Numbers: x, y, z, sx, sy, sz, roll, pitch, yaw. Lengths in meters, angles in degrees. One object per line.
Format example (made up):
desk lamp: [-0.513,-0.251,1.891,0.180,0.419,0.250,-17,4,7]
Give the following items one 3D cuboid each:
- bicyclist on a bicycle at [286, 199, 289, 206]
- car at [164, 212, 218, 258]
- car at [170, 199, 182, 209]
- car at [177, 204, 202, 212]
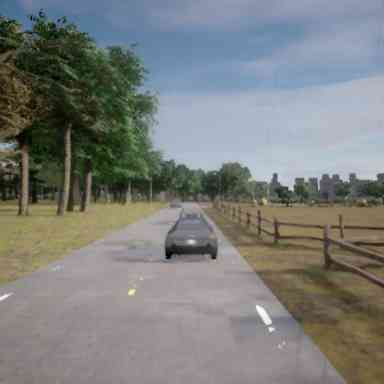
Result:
bicyclist on a bicycle: [19.730,2.323,68.725,0.582,1.620,1.656,0,-1,0]
car: [-0.014,1.709,13.467,1.994,1.385,4.181,0,-1,0]
car: [-2.930,2.122,60.936,2.097,1.767,4.553,0,-1,0]
car: [-0.058,1.916,28.311,1.895,1.301,4.718,0,-1,0]
